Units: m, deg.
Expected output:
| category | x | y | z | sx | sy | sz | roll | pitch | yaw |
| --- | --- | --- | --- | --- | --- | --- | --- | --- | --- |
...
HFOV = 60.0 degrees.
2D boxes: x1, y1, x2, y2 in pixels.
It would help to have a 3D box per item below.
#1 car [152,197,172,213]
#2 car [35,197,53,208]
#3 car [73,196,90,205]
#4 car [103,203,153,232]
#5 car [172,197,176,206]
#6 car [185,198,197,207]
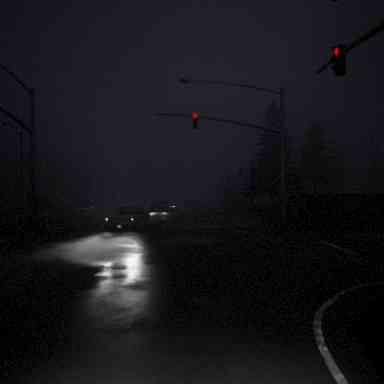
| category | x | y | z | sx | sy | sz | roll | pitch | yaw |
| --- | --- | --- | --- | --- | --- | --- | --- | --- | --- |
| car | -3.701 | 1.542 | 37.959 | 2.033 | 1.411 | 5.357 | 0 | 0 | 0 |
| car | -20.633 | 1.379 | 45.611 | 1.970 | 1.475 | 3.806 | 0 | 0 | 0 |
| car | -17.600 | 1.367 | 53.010 | 1.845 | 1.501 | 3.633 | 0 | 0 | 0 |
| car | -3.899 | 1.598 | 20.502 | 1.895 | 1.301 | 4.718 | 0 | 0 | 3 |
| car | -3.653 | 1.596 | 56.340 | 2.033 | 1.411 | 5.357 | 0 | 0 | 0 |
| car | -0.139 | 1.594 | 51.236 | 1.895 | 1.301 | 4.718 | 0 | 0 | 0 |
